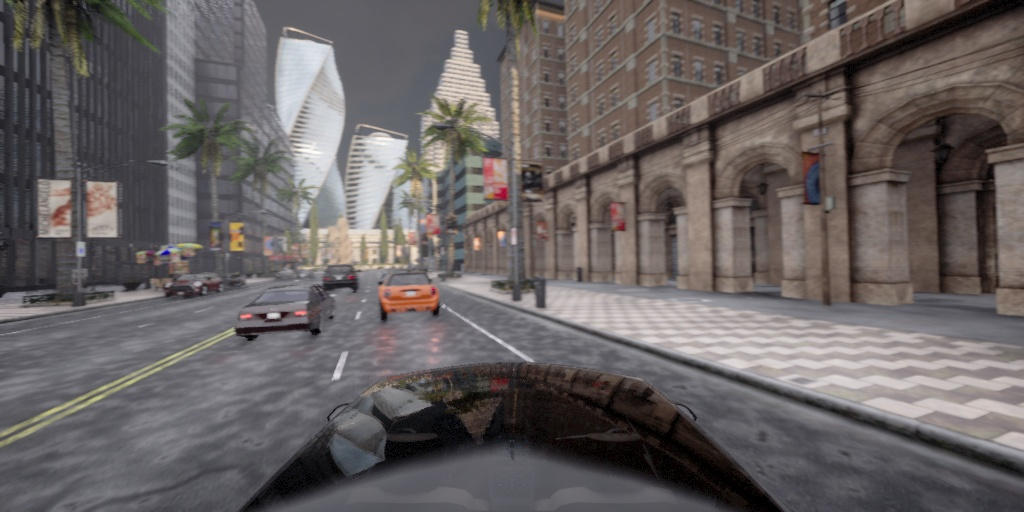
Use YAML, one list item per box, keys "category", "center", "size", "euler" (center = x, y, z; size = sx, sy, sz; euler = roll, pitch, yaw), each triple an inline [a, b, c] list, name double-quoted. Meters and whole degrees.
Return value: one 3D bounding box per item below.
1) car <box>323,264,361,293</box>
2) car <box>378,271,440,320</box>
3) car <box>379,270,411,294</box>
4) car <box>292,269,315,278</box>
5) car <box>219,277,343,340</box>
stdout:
- category: "car"
  center: [-12.466, 1.613, 26.404]
  size: [2.150, 2.045, 5.566]
  euler: [-1, -1, -21]
- category: "car"
  center: [-4.256, 1.382, 14.513]
  size: [2.097, 1.767, 4.553]
  euler: [-1, -1, -20]
- category: "car"
  center: [-8.803, 1.855, 26.610]
  size: [2.033, 1.411, 5.357]
  euler: [-1, -1, -20]
- category: "car"
  center: [-30.206, 2.666, 52.600]
  size: [2.128, 1.511, 4.902]
  euler: [-1, -1, -21]
- category: "car"
  center: [-6.820, 1.593, 11.326]
  size: [2.033, 1.411, 5.357]
  euler: [-1, -1, -20]
